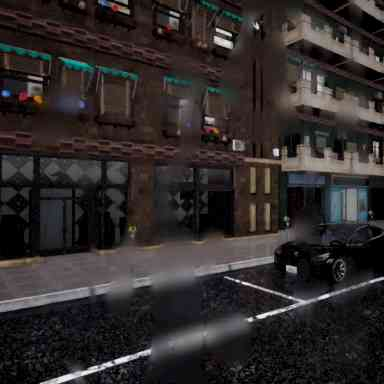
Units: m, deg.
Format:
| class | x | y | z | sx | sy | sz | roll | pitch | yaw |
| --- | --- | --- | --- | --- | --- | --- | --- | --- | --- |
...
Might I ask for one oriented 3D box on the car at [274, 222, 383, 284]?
| class | x | y | z | sx | sy | sz | roll | pitch | yaw |
| --- | --- | --- | --- | --- | --- | --- | --- | --- | --- |
| car | 4.270 | 1.566 | 9.622 | 4.313 | 1.339 | 1.947 | 0 | 0 | -36 |
